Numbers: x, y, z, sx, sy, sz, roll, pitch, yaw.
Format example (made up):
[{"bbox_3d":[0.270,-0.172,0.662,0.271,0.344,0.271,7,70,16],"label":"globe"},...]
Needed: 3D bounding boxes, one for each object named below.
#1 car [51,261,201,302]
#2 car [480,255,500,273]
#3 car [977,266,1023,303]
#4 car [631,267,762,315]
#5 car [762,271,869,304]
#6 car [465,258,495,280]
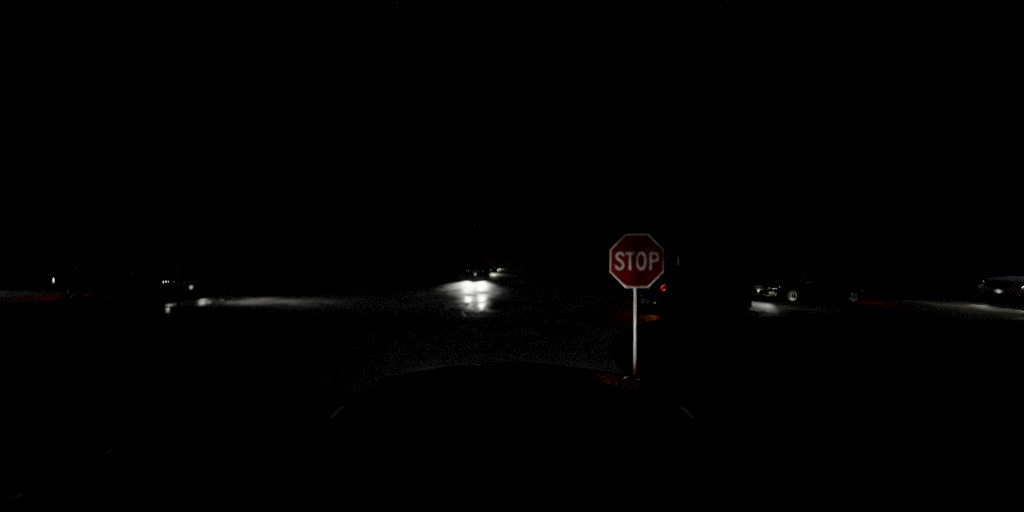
[{"bbox_3d":[-15.472,0.957,14.550,4.902,1.511,2.128,1,0,0],"label":"car"},{"bbox_3d":[-2.931,0.909,43.201,2.150,2.045,5.566,0,0,-1],"label":"car"},{"bbox_3d":[26.595,1.397,17.560,5.566,2.045,2.150,0,0,0],"label":"car"},{"bbox_3d":[7.131,1.227,14.248,4.553,1.767,2.097,1,1,-18],"label":"car"},{"bbox_3d":[14.428,1.477,17.502,4.892,1.490,1.837,1,0,-1],"label":"car"},{"bbox_3d":[-2.903,1.177,30.702,2.128,1.511,4.902,0,0,0],"label":"car"}]
